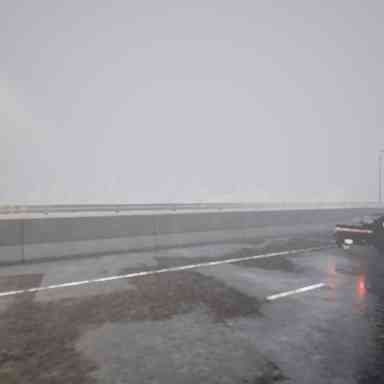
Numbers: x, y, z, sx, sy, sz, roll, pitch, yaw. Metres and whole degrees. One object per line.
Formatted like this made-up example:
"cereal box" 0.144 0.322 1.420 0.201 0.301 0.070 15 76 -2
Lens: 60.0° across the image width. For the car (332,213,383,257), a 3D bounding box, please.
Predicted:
"car" 7.773 1.638 13.656 4.902 1.511 2.128 1 0 -35
